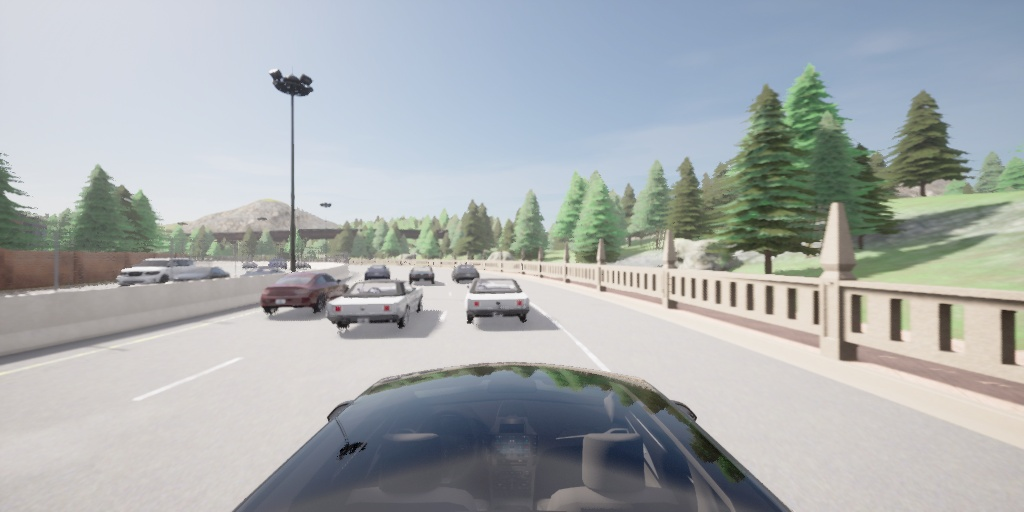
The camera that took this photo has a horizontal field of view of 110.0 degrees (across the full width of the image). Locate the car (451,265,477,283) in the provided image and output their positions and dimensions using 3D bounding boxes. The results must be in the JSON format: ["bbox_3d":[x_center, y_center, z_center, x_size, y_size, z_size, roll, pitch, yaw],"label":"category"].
[{"bbox_3d":[-3.825,1.412,29.332,1.994,1.385,4.181,0,0,-14],"label":"car"}]

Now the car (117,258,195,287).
[{"bbox_3d":[-24.630,1.147,25.299,2.150,2.045,5.566,0,-1,-16],"label":"car"}]

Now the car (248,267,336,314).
[{"bbox_3d":[-7.924,1.346,14.095,1.812,1.442,4.674,0,0,-8],"label":"car"}]

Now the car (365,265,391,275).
[{"bbox_3d":[-11.669,1.451,31.273,1.994,1.385,4.181,0,0,-17],"label":"car"}]

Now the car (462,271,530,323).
[{"bbox_3d":[-0.622,1.385,12.369,1.895,1.301,4.718,0,0,-6],"label":"car"}]

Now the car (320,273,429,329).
[{"bbox_3d":[-4.051,1.397,11.474,1.895,1.301,4.718,0,0,-6],"label":"car"}]

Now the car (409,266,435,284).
[{"bbox_3d":[-7.097,1.459,28.198,1.895,1.301,4.718,0,0,-14],"label":"car"}]

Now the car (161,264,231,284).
[{"bbox_3d":[-20.660,1.428,24.013,1.812,1.442,4.674,0,0,-15],"label":"car"}]

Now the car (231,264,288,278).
[{"bbox_3d":[-17.384,1.456,25.188,1.994,1.385,4.181,0,0,-15],"label":"car"}]
